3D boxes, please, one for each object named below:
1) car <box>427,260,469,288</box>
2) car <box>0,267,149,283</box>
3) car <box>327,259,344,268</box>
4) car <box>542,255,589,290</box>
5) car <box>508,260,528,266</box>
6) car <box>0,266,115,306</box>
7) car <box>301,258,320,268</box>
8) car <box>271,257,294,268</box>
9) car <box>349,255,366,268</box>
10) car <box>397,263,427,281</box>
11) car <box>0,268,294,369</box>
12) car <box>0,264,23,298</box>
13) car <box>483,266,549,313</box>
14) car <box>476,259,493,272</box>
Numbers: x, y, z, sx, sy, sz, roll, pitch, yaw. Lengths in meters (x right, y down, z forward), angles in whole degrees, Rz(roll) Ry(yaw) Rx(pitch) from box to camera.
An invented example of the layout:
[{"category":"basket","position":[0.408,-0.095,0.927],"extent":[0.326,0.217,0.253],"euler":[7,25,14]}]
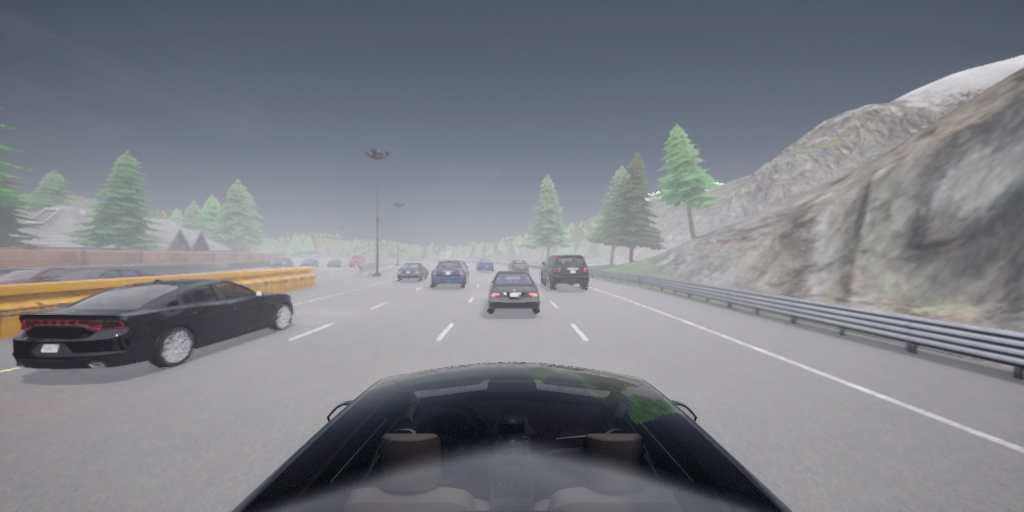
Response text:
[{"category":"car","position":[-3.980,1.061,23.593],"extent":[2.097,1.767,4.553],"euler":[0,0,-4]},{"category":"car","position":[-17.715,1.262,15.466],"extent":[2.033,1.411,5.357],"euler":[0,0,-2]},{"category":"car","position":[-28.739,1.155,58.374],"extent":[1.812,1.442,4.674],"euler":[0,0,-18]},{"category":"car","position":[3.162,0.940,22.361],"extent":[2.150,2.045,5.566],"euler":[0,0,-4]},{"category":"car","position":[0.659,1.172,42.418],"extent":[2.128,1.511,4.902],"euler":[0,0,-10]},{"category":"car","position":[-21.277,1.237,16.126],"extent":[1.812,1.442,4.674],"euler":[0,0,-2]},{"category":"car","position":[-31.875,1.110,56.700],"extent":[1.882,1.535,5.008],"euler":[0,0,-17]},{"category":"car","position":[-34.839,0.991,54.463],"extent":[2.097,1.767,4.553],"euler":[0,0,-17]},{"category":"car","position":[-25.091,0.865,58.515],"extent":[2.150,2.045,5.566],"euler":[0,0,-17]},{"category":"car","position":[-7.948,1.245,28.932],"extent":[2.033,1.411,5.357],"euler":[0,0,-6]},{"category":"car","position":[-6.919,1.212,7.834],"extent":[1.882,1.535,5.008],"euler":[0,0,0]},{"category":"car","position":[-24.748,1.188,14.973],"extent":[1.882,1.535,5.008],"euler":[0,0,-2]},{"category":"car","position":[0.017,1.277,13.905],"extent":[2.033,1.411,5.357],"euler":[0,0,-1]},{"category":"car","position":[-3.547,1.149,45.832],"extent":[1.882,1.535,5.008],"euler":[0,0,-11]}]
